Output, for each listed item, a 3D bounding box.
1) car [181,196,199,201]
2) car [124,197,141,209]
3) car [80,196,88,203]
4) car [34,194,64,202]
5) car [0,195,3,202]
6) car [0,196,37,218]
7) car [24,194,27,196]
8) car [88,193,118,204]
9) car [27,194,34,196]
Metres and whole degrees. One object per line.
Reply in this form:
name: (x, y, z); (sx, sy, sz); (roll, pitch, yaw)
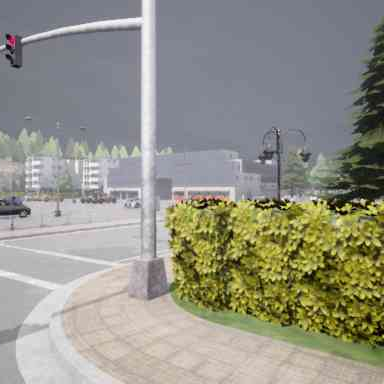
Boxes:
car: (-0.269, 1.373, 47.688); (1.845, 1.501, 3.633); (0, 0, 35)
car: (-6.975, 1.383, 43.332); (1.970, 1.475, 3.806); (0, 0, 35)
car: (-18.006, 1.075, 59.823); (1.905, 1.878, 3.866); (0, 0, 35)
car: (-28.473, 1.152, 67.182); (2.152, 1.636, 5.027); (0, 0, 35)
car: (-40.959, 1.296, 66.949); (2.007, 1.523, 4.514); (0, 0, 35)
car: (-15.235, 1.339, 26.386); (2.007, 1.523, 4.514); (0, 0, 35)
car: (-23.108, 1.318, 41.238); (1.845, 1.501, 3.633); (0, 0, 35)
car: (-15.392, 1.096, 58.489); (1.932, 1.855, 4.605); (0, 0, 35)
car: (-33.909, 1.230, 70.609); (1.970, 1.475, 3.806); (0, 0, 35)
